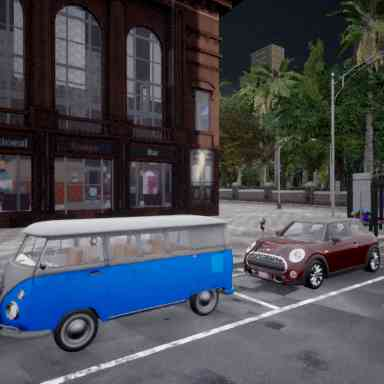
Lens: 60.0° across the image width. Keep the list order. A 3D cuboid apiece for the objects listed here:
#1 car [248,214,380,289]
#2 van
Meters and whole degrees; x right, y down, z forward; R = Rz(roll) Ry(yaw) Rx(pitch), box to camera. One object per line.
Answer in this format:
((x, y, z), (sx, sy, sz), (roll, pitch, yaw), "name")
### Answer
((3.298, 1.438, 9.048), (4.097, 1.590, 1.967), (0, 0, -36), "car")
((-1.103, 1.341, 5.874), (3.998, 1.788, 1.690), (0, 0, -36), "van")
